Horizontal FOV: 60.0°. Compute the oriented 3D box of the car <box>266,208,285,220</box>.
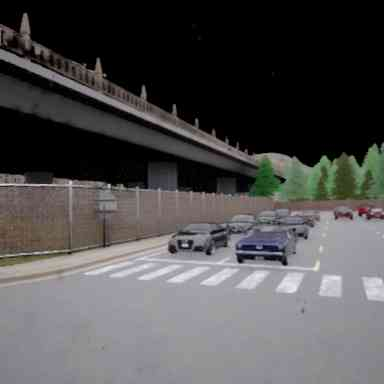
[{"bbox_3d":[7.743,2.624,33.423,1.837,1.490,4.892,-2,-2,23],"label":"car"}]

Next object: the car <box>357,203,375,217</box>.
[{"bbox_3d":[25.824,2.599,49.109,2.150,2.045,5.566,-2,-2,23],"label":"car"}]

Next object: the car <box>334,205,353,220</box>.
[{"bbox_3d":[19.501,2.609,42.837,2.097,1.767,4.553,-2,-2,23],"label":"car"}]

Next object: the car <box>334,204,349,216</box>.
[{"bbox_3d":[24.053,2.932,53.679,2.097,1.767,4.553,-2,-2,22],"label":"car"}]

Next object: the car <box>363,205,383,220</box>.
[{"bbox_3d":[22.021,2.629,39.901,1.812,1.442,4.674,-2,-2,24],"label":"car"}]

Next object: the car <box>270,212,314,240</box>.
[{"bbox_3d":[6.610,2.268,21.724,1.994,1.385,4.181,-2,-2,23],"label":"car"}]

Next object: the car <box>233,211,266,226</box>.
[{"bbox_3d":[3.798,2.347,24.067,1.837,1.490,4.892,-2,-2,23],"label":"car"}]

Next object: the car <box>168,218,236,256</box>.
[{"bbox_3d":[0.473,2.171,16.172,1.994,1.385,4.181,-2,-2,23],"label":"car"}]

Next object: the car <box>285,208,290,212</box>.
[{"bbox_3d":[11.819,2.907,42.995,1.837,1.490,4.892,-2,-2,23],"label":"car"}]

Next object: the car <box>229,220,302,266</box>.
[{"bbox_3d":[3.198,2.064,13.630,1.895,1.301,4.718,-2,-2,23],"label":"car"}]

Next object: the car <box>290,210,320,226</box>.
[{"bbox_3d":[10.480,2.577,30.903,1.895,1.301,4.718,-2,-2,23],"label":"car"}]
